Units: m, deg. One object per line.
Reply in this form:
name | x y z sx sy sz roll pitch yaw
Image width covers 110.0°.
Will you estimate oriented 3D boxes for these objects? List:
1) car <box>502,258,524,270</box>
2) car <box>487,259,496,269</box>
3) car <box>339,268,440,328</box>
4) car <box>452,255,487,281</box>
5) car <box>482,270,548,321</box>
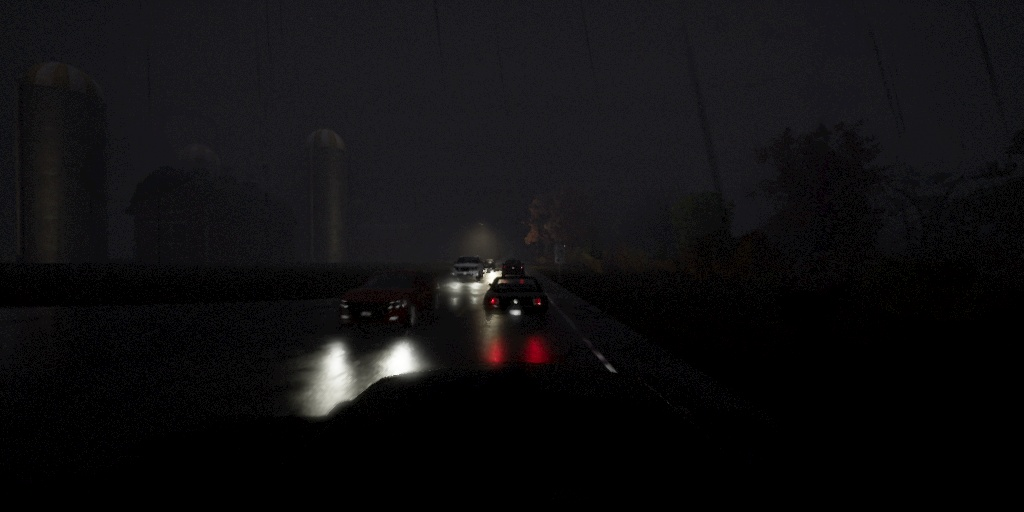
car | 0.102 1.092 34.365 2.097 1.767 4.553 0 0 0
car | -3.521 1.225 54.992 2.128 1.511 4.902 0 0 0
car | -3.584 1.163 11.333 1.882 1.535 5.008 1 0 0
car | -3.596 0.964 30.163 2.150 2.045 5.566 0 0 0
car | 0.114 1.341 12.476 1.895 1.301 4.718 0 0 0
